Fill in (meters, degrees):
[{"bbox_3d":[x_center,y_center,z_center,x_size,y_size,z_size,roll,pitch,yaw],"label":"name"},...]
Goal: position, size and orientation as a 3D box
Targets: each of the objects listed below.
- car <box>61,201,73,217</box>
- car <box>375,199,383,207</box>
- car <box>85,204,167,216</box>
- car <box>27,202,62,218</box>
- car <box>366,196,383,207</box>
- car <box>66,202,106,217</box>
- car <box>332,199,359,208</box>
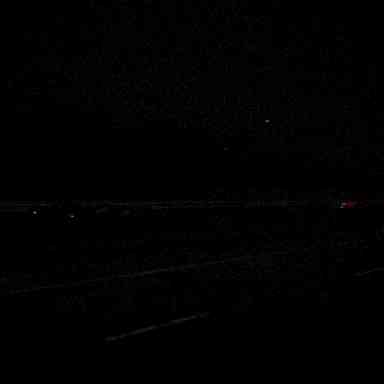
[{"bbox_3d":[-6.627,1.621,25.070,5.357,1.411,2.033,1,0,-36],"label":"car"},{"bbox_3d":[27.493,1.994,45.088,5.357,1.411,2.033,1,0,-35],"label":"car"},{"bbox_3d":[-3.306,1.592,18.839,4.674,1.442,1.812,1,0,-36],"label":"car"},{"bbox_3d":[-10.430,1.532,26.654,5.008,1.535,1.882,0,0,-36],"label":"car"},{"bbox_3d":[28.503,1.699,50.085,5.566,2.045,2.150,1,0,-35],"label":"car"},{"bbox_3d":[-5.358,1.591,21.675,4.674,1.442,1.812,1,0,-36],"label":"car"},{"bbox_3d":[23.479,1.798,50.817,4.553,1.767,2.097,1,0,-35],"label":"car"}]
